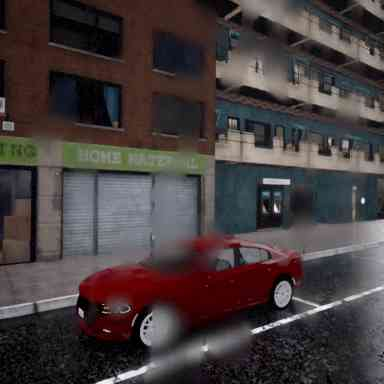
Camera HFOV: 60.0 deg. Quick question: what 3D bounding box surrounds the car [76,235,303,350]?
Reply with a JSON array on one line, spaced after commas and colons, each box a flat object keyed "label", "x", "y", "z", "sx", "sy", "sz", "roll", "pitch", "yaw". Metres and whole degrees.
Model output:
[{"label": "car", "x": 0.190, "y": 1.545, "z": 6.224, "sx": 4.507, "sy": 1.381, "sz": 1.887, "roll": 0, "pitch": 1, "yaw": -35}]
